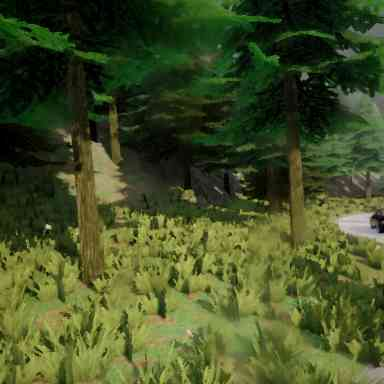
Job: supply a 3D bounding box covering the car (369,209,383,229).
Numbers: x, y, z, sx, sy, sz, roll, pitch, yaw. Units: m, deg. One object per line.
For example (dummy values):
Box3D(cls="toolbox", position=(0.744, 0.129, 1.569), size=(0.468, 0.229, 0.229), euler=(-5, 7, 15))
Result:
Box3D(cls="car", position=(12.150, 1.713, 20.189), size=(1.994, 1.385, 4.181), euler=(-4, -1, 18))
